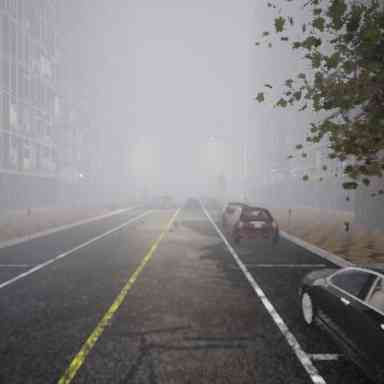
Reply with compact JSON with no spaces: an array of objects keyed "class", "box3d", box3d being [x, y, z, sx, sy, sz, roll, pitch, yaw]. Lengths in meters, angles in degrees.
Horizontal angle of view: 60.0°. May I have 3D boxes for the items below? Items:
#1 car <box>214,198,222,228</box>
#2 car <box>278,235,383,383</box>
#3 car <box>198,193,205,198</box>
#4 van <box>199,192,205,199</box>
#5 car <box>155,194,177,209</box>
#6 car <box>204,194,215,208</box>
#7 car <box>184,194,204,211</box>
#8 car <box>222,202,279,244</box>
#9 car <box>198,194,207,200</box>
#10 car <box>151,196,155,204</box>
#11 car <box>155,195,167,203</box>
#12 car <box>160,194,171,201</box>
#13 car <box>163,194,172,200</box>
[{"class":"car","box3d":[2.681,1.358,21.188,1.967,1.590,4.097,0,0,0]},{"class":"car","box3d":[2.690,1.536,4.111,2.008,1.369,4.403,0,0,0]},{"class":"car","box3d":[2.641,0.986,95.188,1.967,1.590,4.097,0,0,0]},{"class":"van","box3d":[2.644,0.920,89.496,1.690,1.788,3.998,0,0,0]},{"class":"car","box3d":[-3.022,1.182,41.511,2.097,1.767,4.553,0,0,0]},{"class":"car","box3d":[2.668,1.364,43.958,1.887,1.381,4.507,0,0,0]},{"class":"car","box3d":[0.080,1.323,38.259,1.882,1.535,5.008,0,0,0]},{"class":"car","box3d":[2.684,1.381,15.496,1.967,1.590,4.097,0,0,0]},{"class":"car","box3d":[2.647,1.178,83.803,1.947,1.339,4.313,0,0,0]},{"class":"car","box3d":[-5.718,1.308,55.345,1.887,1.381,4.507,0,0,0]},{"class":"car","box3d":[-5.722,1.316,61.038,1.802,1.307,4.206,0,0,0]},{"class":"car","box3d":[-5.728,1.219,72.423,1.887,1.381,4.507,0,0,0]},{"class":"car","box3d":[-5.731,1.209,78.115,1.947,1.339,4.313,0,0,0]}]
